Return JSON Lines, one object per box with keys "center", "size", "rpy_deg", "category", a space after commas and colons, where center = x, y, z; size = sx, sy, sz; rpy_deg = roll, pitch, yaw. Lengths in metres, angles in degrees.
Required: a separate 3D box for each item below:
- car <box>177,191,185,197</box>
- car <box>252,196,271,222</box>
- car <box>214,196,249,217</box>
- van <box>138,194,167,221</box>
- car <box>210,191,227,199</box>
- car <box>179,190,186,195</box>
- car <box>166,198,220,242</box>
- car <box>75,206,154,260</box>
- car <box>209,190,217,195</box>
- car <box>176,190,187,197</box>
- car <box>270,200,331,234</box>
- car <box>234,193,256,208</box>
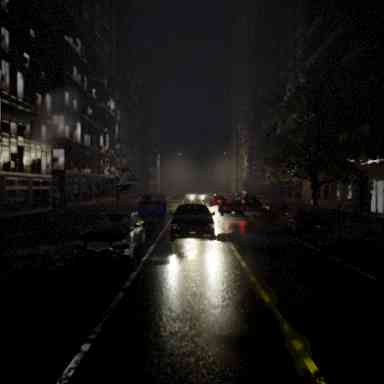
{"center": [-2.553, 0.365, 79.913], "size": [1.802, 1.307, 4.206], "rpy_deg": [0, 1, 0], "category": "car"}
{"center": [5.728, 1.230, 22.973], "size": [2.008, 1.369, 4.403], "rpy_deg": [0, 1, 0], "category": "car"}
{"center": [3.096, 1.217, 27.026], "size": [1.895, 1.301, 4.718], "rpy_deg": [0, 1, 1], "category": "car"}
{"center": [-2.652, 1.012, 22.988], "size": [1.690, 1.788, 3.998], "rpy_deg": [0, 1, 0], "category": "van"}
{"center": [3.106, 0.978, 40.377], "size": [1.994, 1.385, 4.181], "rpy_deg": [0, 1, 1], "category": "car"}
{"center": [-2.533, 0.141, 91.295], "size": [1.887, 1.381, 4.507], "rpy_deg": [0, 1, 0], "category": "car"}
{"center": [0.022, 1.263, 15.332], "size": [1.882, 1.535, 5.008], "rpy_deg": [0, 1, 0], "category": "car"}
{"center": [-2.672, 1.386, 11.607], "size": [2.008, 1.369, 4.403], "rpy_deg": [0, 1, 0], "category": "car"}
{"center": [5.847, 0.171, 91.273], "size": [1.947, 1.339, 4.313], "rpy_deg": [0, 1, 0], "category": "car"}
{"center": [-2.563, 0.421, 74.219], "size": [1.887, 1.381, 4.507], "rpy_deg": [0, 1, 0], "category": "car"}
{"center": [5.718, 1.314, 17.281], "size": [2.008, 1.369, 4.403], "rpy_deg": [0, 1, 0], "category": "car"}
{"center": [5.748, 0.948, 34.355], "size": [1.967, 1.590, 4.097], "rpy_deg": [0, 1, 0], "category": "car"}
